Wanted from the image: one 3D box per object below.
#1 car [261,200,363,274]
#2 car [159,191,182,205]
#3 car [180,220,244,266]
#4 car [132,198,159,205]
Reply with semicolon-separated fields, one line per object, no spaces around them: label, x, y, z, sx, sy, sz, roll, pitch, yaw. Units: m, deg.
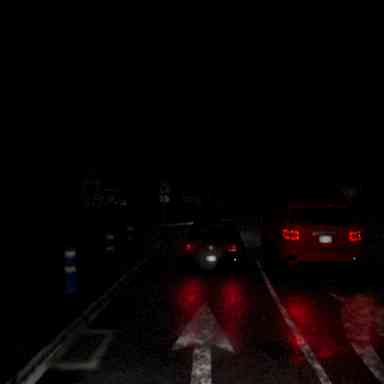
car;3.587;1.260;10.914;2.150;2.045;5.566;0;0;6
car;-4.032;0.879;49.684;5.566;2.045;2.150;1;2;39
car;0.793;1.636;11.796;1.895;1.301;4.718;0;0;6
car;-7.324;1.222;48.908;1.994;1.385;4.181;-1;1;-41
